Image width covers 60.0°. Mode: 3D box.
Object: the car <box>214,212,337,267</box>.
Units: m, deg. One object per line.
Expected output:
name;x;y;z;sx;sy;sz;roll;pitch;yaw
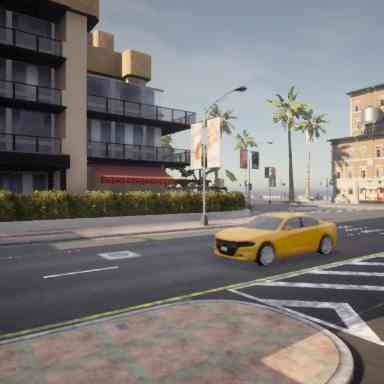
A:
car;3.031;1.477;11.654;5.008;1.535;1.882;0;0;-35

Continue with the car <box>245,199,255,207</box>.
car;7.027;1.491;48.496;2.128;1.511;4.902;0;0;-35
